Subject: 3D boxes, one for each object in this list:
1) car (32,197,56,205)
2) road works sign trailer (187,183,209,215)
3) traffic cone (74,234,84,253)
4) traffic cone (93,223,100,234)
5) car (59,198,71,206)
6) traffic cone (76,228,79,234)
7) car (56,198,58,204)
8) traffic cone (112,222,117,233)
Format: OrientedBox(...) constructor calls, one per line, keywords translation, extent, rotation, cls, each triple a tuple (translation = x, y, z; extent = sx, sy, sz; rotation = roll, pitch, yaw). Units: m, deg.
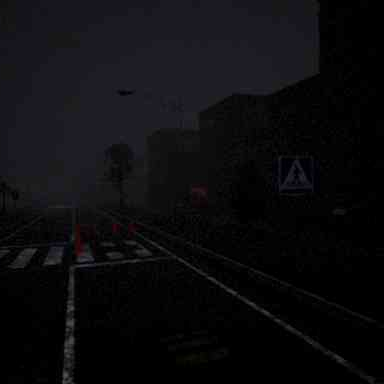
OrientedBox(translation=(-36.833, 2.569, 82.138), extent=(4.892, 1.521, 2.231), rotation=(-2, 0, -19), cls="car")
OrientedBox(translation=(0.663, 1.313, 38.272), extent=(2.380, 3.560, 2.880), rotation=(4, 43, 2), cls="road works sign trailer")
OrientedBox(translation=(-4.273, 1.977, 12.535), extent=(0.340, 0.580, 0.340), rotation=(-2, 0, -20), cls="traffic cone")
OrientedBox(translation=(-5.341, 2.019, 18.524), extent=(0.340, 0.580, 0.340), rotation=(-2, 0, -19), cls="traffic cone")
OrientedBox(translation=(-28.108, 2.330, 74.237), extent=(1.837, 1.490, 4.892), rotation=(-2, -1, -19), cls="car")
OrientedBox(translation=(-4.943, 1.999, 14.420), extent=(0.340, 0.580, 0.340), rotation=(-2, 0, -20), cls="traffic cone")
OrientedBox(translation=(-37.806, 2.362, 84.769), extent=(5.566, 2.045, 2.435), rotation=(-2, 0, -19), cls="car")
OrientedBox(translation=(-4.400, 1.992, 18.859), extent=(0.340, 0.580, 0.340), rotation=(-2, 0, -19), cls="traffic cone")
